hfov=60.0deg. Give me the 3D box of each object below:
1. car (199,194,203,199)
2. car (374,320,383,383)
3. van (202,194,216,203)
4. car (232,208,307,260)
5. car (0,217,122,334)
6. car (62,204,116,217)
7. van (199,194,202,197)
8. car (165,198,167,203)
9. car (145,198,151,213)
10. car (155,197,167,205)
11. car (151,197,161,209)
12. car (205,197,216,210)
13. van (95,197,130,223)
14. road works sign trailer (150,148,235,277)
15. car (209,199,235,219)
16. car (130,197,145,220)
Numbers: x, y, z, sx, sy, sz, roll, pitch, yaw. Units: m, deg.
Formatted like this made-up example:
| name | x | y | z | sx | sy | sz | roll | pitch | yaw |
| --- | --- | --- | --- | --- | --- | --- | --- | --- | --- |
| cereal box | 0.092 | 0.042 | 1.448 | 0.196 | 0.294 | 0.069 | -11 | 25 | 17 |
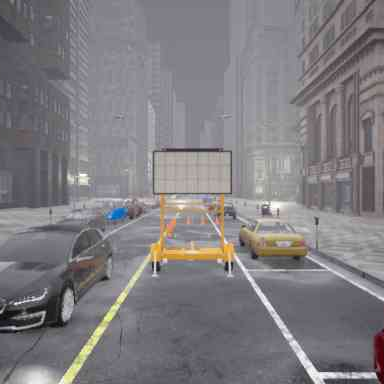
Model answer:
| name | x | y | z | sx | sy | sz | roll | pitch | yaw |
| --- | --- | --- | --- | --- | --- | --- | --- | --- | --- |
| car | 2.857 | 1.584 | 61.920 | 1.887 | 1.381 | 4.507 | 0 | 0 | 0 |
| car | 2.771 | 1.316 | 1.146 | 2.192 | 1.841 | 5.009 | 0 | 0 | 0 |
| van | 2.842 | 1.372 | 50.871 | 1.690 | 1.788 | 3.998 | 0 | 0 | 0 |
| car | 2.786 | 1.533 | 12.366 | 1.752 | 1.417 | 4.829 | 0 | 0 | 0 |
| car | -2.991 | 1.510 | 7.074 | 1.837 | 1.490 | 4.892 | 0 | 0 | 0 |
| car | -5.744 | 1.561 | 17.746 | 2.008 | 1.369 | 4.403 | 0 | 0 | 0 |
| van | 2.866 | 1.385 | 67.445 | 1.690 | 1.788 | 3.998 | 0 | 0 | 0 |
| car | -5.703 | 1.579 | 56.424 | 1.887 | 1.381 | 4.507 | 0 | 0 | 0 |
| car | -5.727 | 1.565 | 34.322 | 1.887 | 1.381 | 4.507 | 0 | 0 | 0 |
| car | -5.698 | 1.583 | 61.949 | 1.887 | 1.381 | 4.507 | 0 | 0 | 0 |
| car | -5.715 | 1.553 | 45.203 | 1.752 | 1.417 | 4.829 | 0 | 0 | 0 |
| car | 2.826 | 1.606 | 39.820 | 1.802 | 1.307 | 4.206 | 0 | 0 | 0 |
| van | -5.738 | 1.355 | 23.272 | 1.690 | 1.788 | 3.998 | 0 | 0 | 0 |
| road works sign trailer | 0.013 | 0.470 | 10.237 | 2.380 | 3.560 | 2.880 | 0 | 0 | 0 |
| car | 2.810 | 1.568 | 28.770 | 2.008 | 1.369 | 4.403 | 0 | 0 | 0 |
| car | -5.732 | 1.332 | 28.797 | 2.192 | 1.841 | 5.009 | 0 | 0 | 0 |
